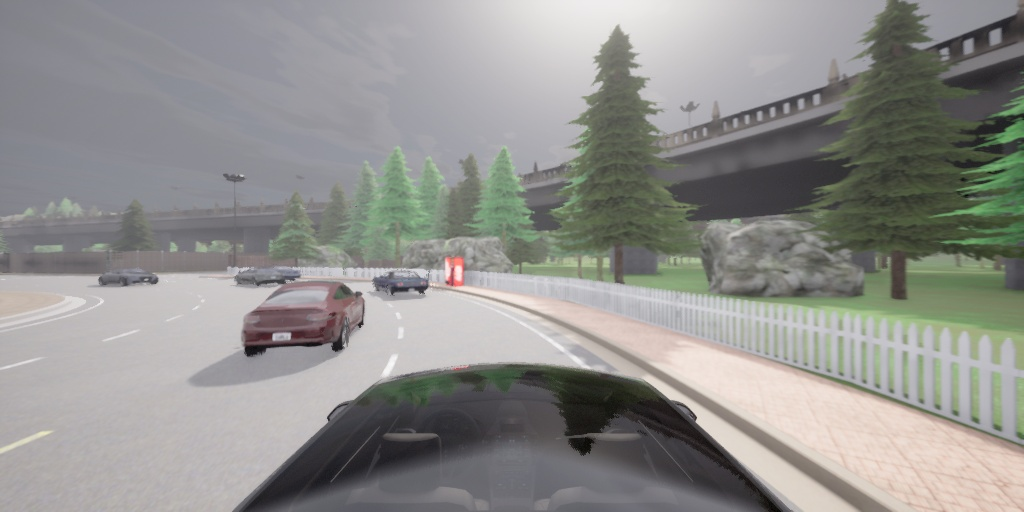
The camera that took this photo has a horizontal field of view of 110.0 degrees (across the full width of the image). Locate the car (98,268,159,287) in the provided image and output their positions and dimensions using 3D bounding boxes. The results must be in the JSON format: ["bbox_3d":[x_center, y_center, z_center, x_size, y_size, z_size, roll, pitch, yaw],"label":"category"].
[{"bbox_3d":[-29.944,1.639,28.061,4.181,1.385,1.994,0,0,17],"label":"car"}]

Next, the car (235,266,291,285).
[{"bbox_3d":[-19.206,1.546,27.304,4.181,1.385,1.994,-1,0,31],"label":"car"}]

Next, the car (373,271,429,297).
[{"bbox_3d":[-6.419,1.472,20.269,1.895,1.301,4.718,0,0,-35],"label":"car"}]

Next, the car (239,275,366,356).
[{"bbox_3d":[-4.831,1.337,8.838,1.812,1.442,4.674,0,0,-15],"label":"car"}]

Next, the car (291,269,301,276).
[{"bbox_3d":[-21.498,1.566,32.309,5.357,1.411,2.033,0,0,23],"label":"car"}]

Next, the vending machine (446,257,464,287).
[{"bbox_3d":[-3.775,1.065,23.652,1.100,2.100,0.880,0,0,-37],"label":"vending machine"}]
